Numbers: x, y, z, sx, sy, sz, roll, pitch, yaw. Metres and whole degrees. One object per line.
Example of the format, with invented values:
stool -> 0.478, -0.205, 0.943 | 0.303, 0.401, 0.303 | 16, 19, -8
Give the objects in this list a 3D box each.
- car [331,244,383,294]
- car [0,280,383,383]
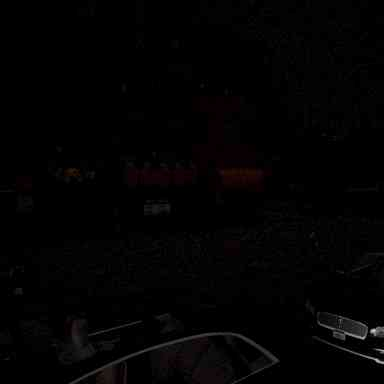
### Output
car -> 3.605, 1.548, 5.416 | 4.403, 1.369, 2.008 | 0, -2, -36
car -> -0.827, 1.551, 2.246 | 4.403, 1.369, 2.008 | 0, -2, -36
